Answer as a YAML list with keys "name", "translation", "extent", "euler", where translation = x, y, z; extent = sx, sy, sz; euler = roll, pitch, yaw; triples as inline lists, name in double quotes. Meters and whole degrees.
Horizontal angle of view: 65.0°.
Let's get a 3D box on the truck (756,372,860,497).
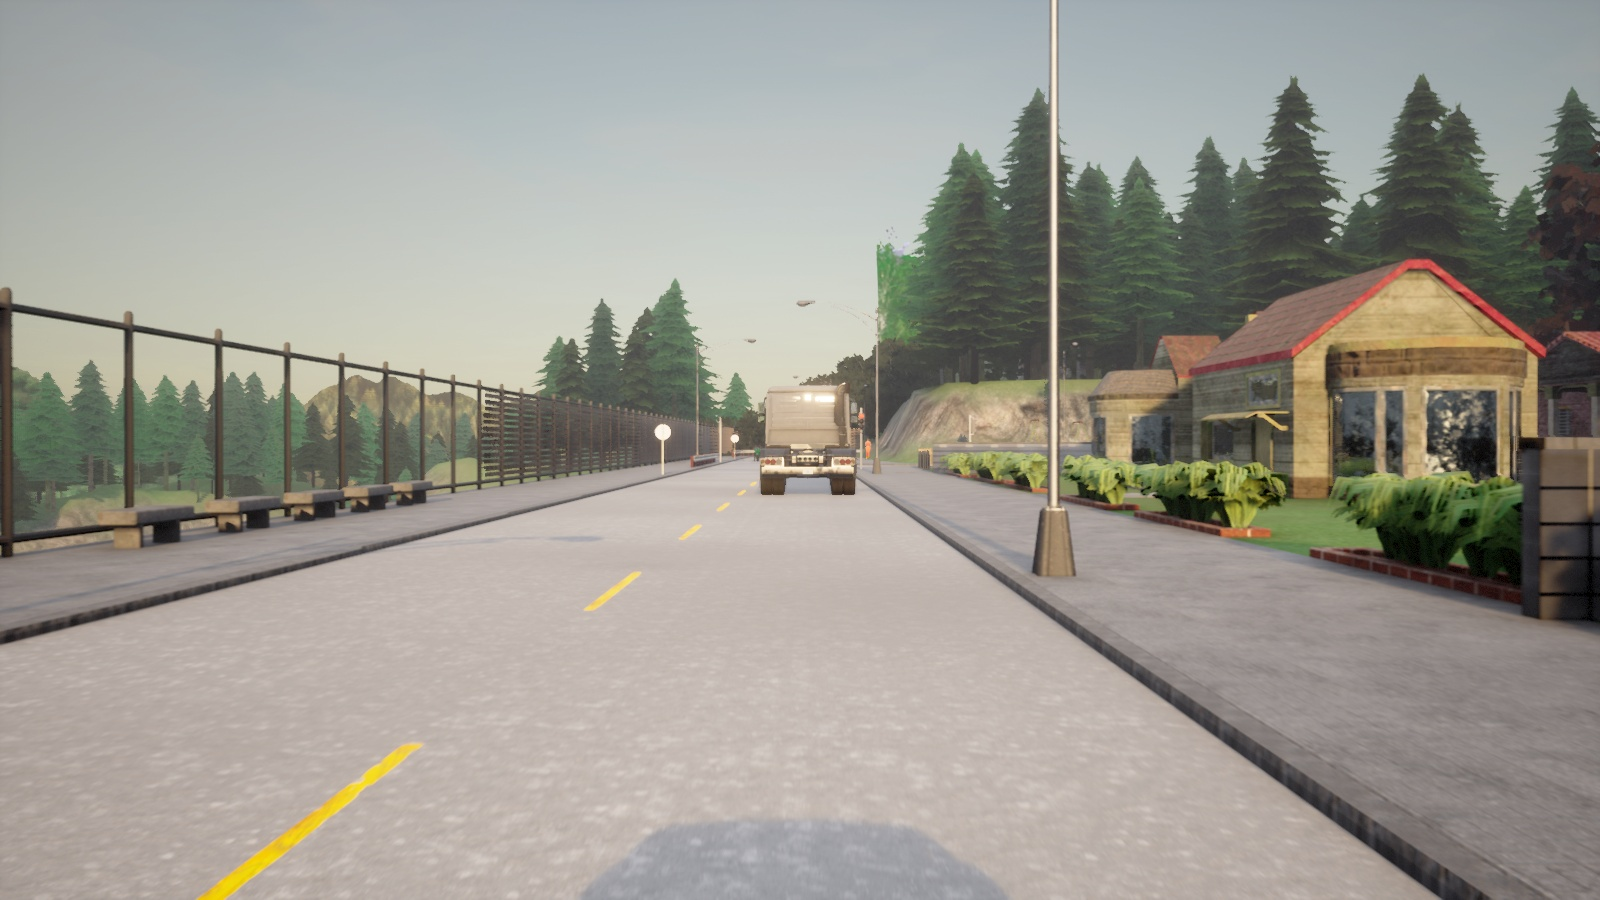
- name: "truck"
  translation: [0.240, -0.455, 38.924]
  extent: [2.891, 3.462, 7.936]
  euler: [0, 0, 0]
